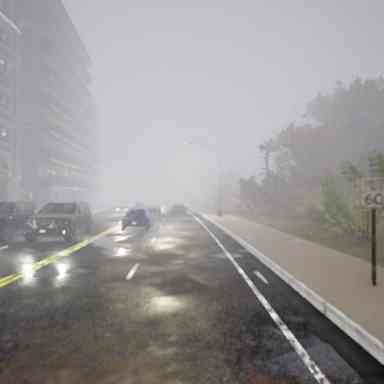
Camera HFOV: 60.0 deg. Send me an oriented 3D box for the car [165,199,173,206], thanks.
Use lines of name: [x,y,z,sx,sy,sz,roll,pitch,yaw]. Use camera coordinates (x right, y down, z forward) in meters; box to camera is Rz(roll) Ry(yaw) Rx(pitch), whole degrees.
car: [-4.987,2.363,75.734,2.097,1.767,4.553,0,-1,-7]

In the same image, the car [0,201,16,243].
car: [-10.278,1.512,18.270,2.150,2.045,5.566,0,-1,-2]

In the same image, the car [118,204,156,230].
car: [-3.801,1.860,23.624,1.812,1.442,4.674,0,-1,-2]

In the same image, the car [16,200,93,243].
car: [-7.022,1.497,18.169,2.150,2.045,5.566,0,-1,-2]

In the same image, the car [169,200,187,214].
car: [-1.753,2.158,44.054,1.994,1.385,4.181,0,-1,-4]

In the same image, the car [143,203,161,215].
car: [-4.839,2.179,41.806,1.895,1.301,4.718,0,-1,-4]

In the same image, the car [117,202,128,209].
car: [-13.503,2.510,64.807,1.895,1.301,4.718,0,-1,-6]

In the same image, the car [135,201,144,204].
car: [-10.277,2.500,65.211,1.895,1.301,4.718,0,-1,-6]
